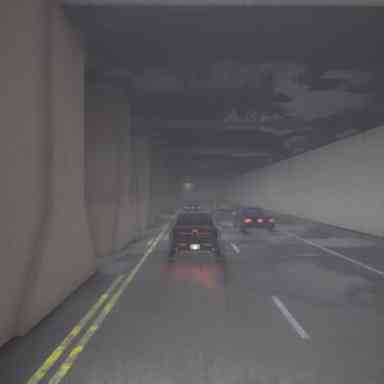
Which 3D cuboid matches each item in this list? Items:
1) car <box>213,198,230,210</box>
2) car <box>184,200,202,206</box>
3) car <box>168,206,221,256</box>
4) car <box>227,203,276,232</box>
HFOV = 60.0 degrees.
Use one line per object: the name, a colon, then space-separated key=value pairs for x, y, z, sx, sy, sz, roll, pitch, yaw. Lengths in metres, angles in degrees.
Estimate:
car: x=3.599 y=1.526 z=40.105 sx=1.882 sy=1.535 sz=5.008 roll=0 pitch=0 yaw=0
car: x=0.099 y=1.590 z=35.105 sx=2.033 sy=1.411 sz=5.357 roll=0 pitch=0 yaw=0
car: x=0.100 y=1.521 z=13.160 sx=1.837 sy=1.490 sz=4.892 roll=0 pitch=0 yaw=0
car: x=3.599 y=1.572 z=20.099 sx=2.033 sy=1.411 sz=5.357 roll=0 pitch=0 yaw=0
